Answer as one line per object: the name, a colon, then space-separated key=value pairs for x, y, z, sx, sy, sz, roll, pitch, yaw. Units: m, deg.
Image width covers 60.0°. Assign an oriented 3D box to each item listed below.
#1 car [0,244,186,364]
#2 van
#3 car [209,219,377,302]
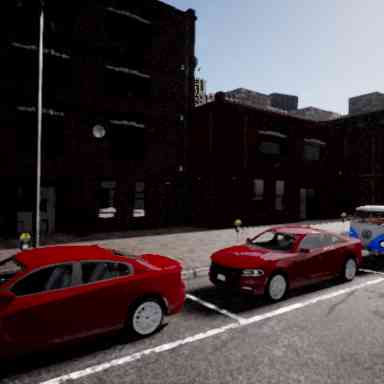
car: x=-2.213 y=1.546 z=5.058 sx=4.507 sy=1.381 sz=1.887 roll=0 pitch=1 yaw=-35
van: x=7.090 y=1.353 z=11.595 sx=3.998 sy=1.788 sz=1.690 roll=0 pitch=1 yaw=-35
car: x=2.457 y=1.551 z=8.295 sx=4.507 sy=1.381 sz=1.887 roll=0 pitch=1 yaw=-35
